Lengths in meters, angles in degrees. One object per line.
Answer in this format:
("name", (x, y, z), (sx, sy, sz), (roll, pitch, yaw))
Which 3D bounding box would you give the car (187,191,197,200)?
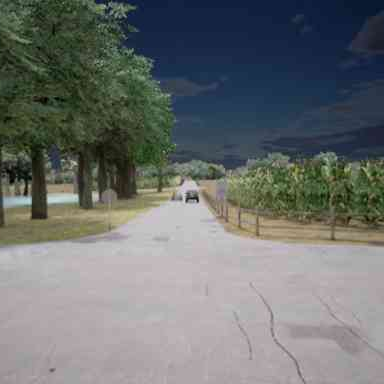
("car", (0.068, 0.623, 65.349), (1.882, 1.535, 5.008), (0, 2, 0))

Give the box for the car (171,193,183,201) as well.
("car", (-2.688, 0.842, 59.526), (1.812, 1.442, 4.674), (0, 2, 0))

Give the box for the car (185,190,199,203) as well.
("car", (0.057, 0.651, 54.957), (2.150, 2.045, 5.566), (0, 1, 0))
